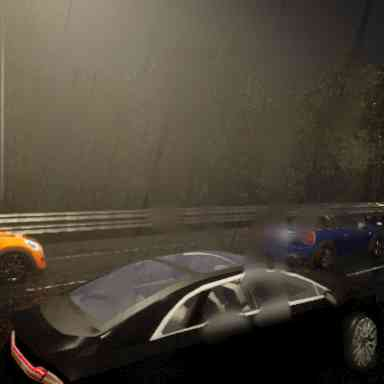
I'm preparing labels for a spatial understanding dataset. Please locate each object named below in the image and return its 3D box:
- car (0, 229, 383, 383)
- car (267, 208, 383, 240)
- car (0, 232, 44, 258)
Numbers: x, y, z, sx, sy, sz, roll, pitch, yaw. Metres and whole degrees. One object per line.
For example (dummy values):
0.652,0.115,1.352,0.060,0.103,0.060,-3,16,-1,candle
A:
0.450,1.500,4.068,4.902,1.511,2.128,0,0,-35,car
4.573,1.384,11.306,4.553,1.767,2.097,0,0,-35,car
-6.043,1.350,8.034,4.553,1.767,2.097,0,0,-35,car
